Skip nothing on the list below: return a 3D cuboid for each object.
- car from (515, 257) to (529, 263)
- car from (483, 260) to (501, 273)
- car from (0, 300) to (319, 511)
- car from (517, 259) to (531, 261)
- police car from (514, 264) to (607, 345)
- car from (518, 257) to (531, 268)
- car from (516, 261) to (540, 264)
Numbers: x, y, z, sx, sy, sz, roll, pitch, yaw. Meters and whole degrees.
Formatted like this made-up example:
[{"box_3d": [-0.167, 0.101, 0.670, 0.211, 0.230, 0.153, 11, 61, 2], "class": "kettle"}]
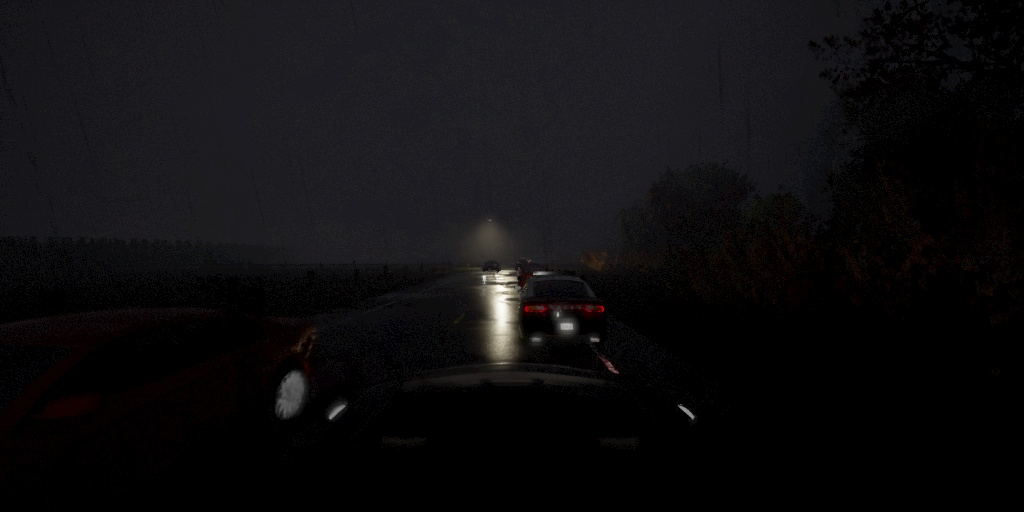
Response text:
[{"box_3d": [1.458, 1.227, 49.185, 1.837, 1.490, 4.892, 0, 0, 4], "class": "car"}, {"box_3d": [-2.460, 1.252, 43.803, 1.812, 1.442, 4.674, 0, 0, 3], "class": "car"}, {"box_3d": [-3.580, 1.227, 2.842, 1.882, 1.535, 5.008, 0, 0, 0], "class": "car"}, {"box_3d": [1.428, 1.218, 25.431, 1.882, 1.535, 5.008, 0, 0, 2], "class": "car"}, {"box_3d": [1.101, 1.173, 9.597, 1.930, 1.638, 5.238, 0, 0, 1], "class": "police car"}, {"box_3d": [2.167, 1.062, 61.116, 2.097, 1.767, 4.553, 0, 0, 4], "class": "car"}, {"box_3d": [1.270, 1.222, 19.452, 1.882, 1.535, 5.008, 0, 0, 1], "class": "car"}]
